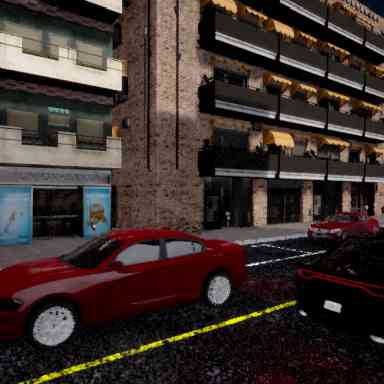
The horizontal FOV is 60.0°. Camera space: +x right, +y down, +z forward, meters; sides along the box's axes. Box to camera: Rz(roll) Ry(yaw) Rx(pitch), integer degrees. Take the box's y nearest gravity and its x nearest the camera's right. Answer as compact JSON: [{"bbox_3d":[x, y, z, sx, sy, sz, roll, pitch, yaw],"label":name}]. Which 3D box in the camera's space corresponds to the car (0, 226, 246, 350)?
[{"bbox_3d":[-1.176,1.478,6.403,5.008,1.535,1.882,0,0,-36],"label":"car"}]

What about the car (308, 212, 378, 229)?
[{"bbox_3d":[7.172,1.583,15.538,4.206,1.307,1.802,0,0,-35],"label":"car"}]

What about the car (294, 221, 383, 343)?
[{"bbox_3d":[4.020,1.478,6.162,5.008,1.535,1.882,0,0,-35],"label":"car"}]
